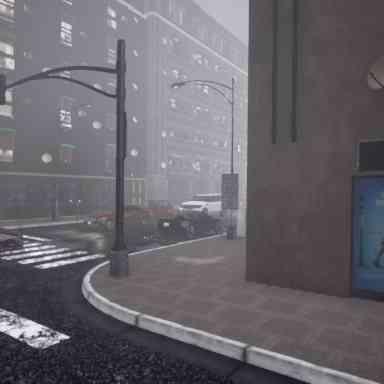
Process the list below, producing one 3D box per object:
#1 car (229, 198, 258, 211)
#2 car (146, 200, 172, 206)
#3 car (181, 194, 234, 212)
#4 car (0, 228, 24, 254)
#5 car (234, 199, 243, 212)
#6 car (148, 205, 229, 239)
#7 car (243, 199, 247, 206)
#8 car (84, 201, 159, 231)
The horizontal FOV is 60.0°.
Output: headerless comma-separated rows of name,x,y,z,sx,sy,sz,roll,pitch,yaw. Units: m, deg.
car,6.348,1.482,40.530,1.802,1.307,4.206,1,1,35
car,-3.280,1.361,26.807,1.967,1.590,4.097,1,1,35
car,1.187,1.170,28.880,2.150,2.045,5.566,1,1,35
car,-8.641,1.539,11.063,5.357,1.411,2.033,0,1,-34
car,3.141,1.222,35.954,2.192,1.841,5.009,1,1,35
car,-0.041,1.598,17.708,1.947,1.339,4.313,1,1,35
car,7.062,1.288,37.234,2.097,1.767,4.553,1,1,35
car,-4.489,1.486,20.797,1.812,1.442,4.674,1,1,35
